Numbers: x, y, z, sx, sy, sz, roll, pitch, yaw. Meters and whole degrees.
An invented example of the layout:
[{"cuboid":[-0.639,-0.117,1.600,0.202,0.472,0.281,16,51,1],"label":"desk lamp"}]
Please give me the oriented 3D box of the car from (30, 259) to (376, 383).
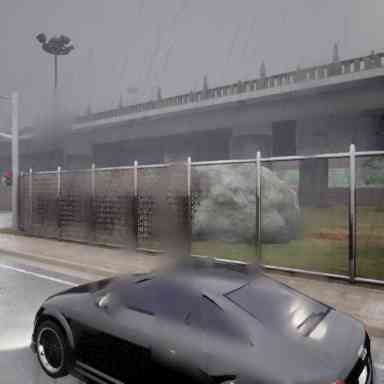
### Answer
[{"cuboid":[-0.131,1.564,4.083,4.181,1.385,1.994,0,0,36],"label":"car"}]
